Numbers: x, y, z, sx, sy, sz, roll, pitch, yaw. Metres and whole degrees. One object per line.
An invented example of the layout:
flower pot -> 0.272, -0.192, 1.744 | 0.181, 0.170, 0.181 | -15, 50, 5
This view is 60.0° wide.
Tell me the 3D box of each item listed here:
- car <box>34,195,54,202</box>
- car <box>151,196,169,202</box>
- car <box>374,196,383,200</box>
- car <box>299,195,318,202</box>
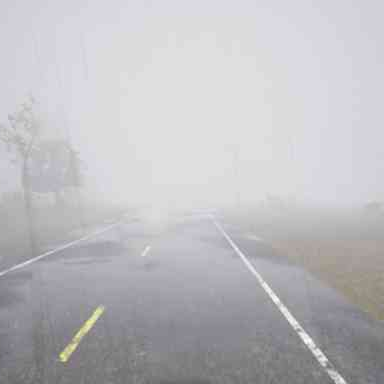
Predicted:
car -> -30.734, 1.369, 67.901 | 4.892, 1.490, 1.837 | 0, 0, -2
car -> -7.280, 1.520, 75.586 | 4.181, 1.385, 1.994 | 0, 0, -2
car -> 44.486, 1.618, 77.018 | 5.008, 1.535, 1.882 | 0, 0, -2
car -> 26.547, 1.440, 76.497 | 4.553, 1.767, 2.097 | 0, 0, -2
